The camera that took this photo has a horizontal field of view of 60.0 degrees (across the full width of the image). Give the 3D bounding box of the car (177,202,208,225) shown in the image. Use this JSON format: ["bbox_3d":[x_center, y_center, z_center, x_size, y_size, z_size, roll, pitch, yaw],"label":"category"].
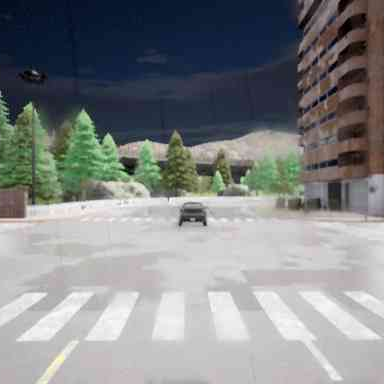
[{"bbox_3d":[0.046,1.481,23.608,1.837,1.490,4.892,0,0,0],"label":"car"}]
